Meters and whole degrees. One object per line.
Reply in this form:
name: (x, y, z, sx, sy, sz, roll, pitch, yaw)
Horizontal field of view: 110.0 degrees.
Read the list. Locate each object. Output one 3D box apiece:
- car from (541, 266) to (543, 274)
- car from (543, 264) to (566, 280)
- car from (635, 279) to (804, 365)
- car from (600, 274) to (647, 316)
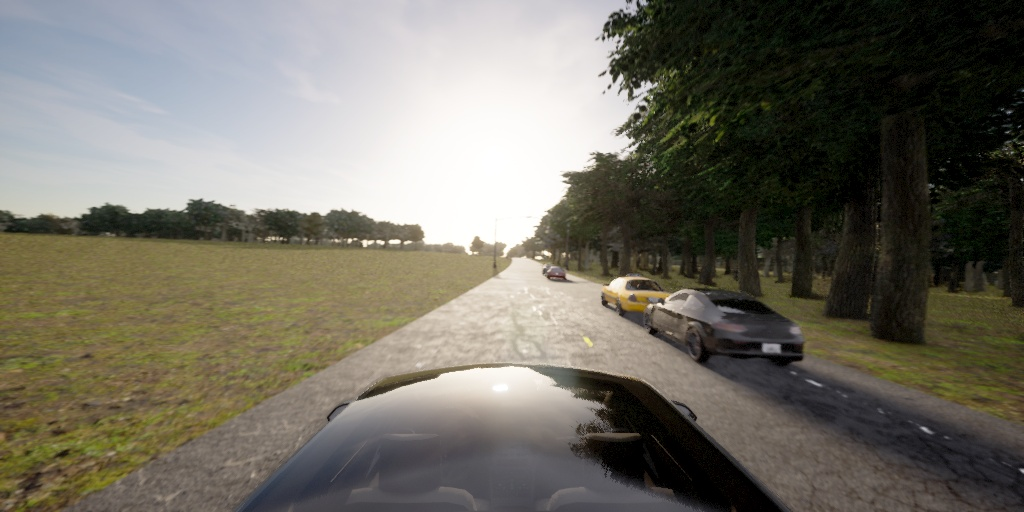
car: (5.089, 1.853, 49.543, 2.128, 1.511, 4.902, 2, 0, 2)
car: (4.803, 1.827, 39.245, 1.994, 1.385, 4.181, 2, -1, 4)
car: (4.708, 1.502, 8.679, 1.812, 1.442, 4.674, 2, -1, 2)
car: (4.953, 1.505, 14.868, 1.801, 1.575, 5.366, 2, -1, 2)
